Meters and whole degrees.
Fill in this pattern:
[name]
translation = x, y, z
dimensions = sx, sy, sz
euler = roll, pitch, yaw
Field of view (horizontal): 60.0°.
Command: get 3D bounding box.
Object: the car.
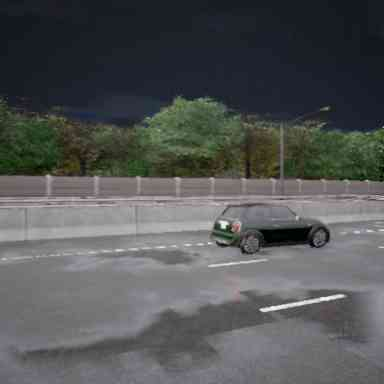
[car]
translation = 3.032, 1.213, 12.676
dimensions = 4.553, 1.767, 2.097
euler = 0, 1, -25
